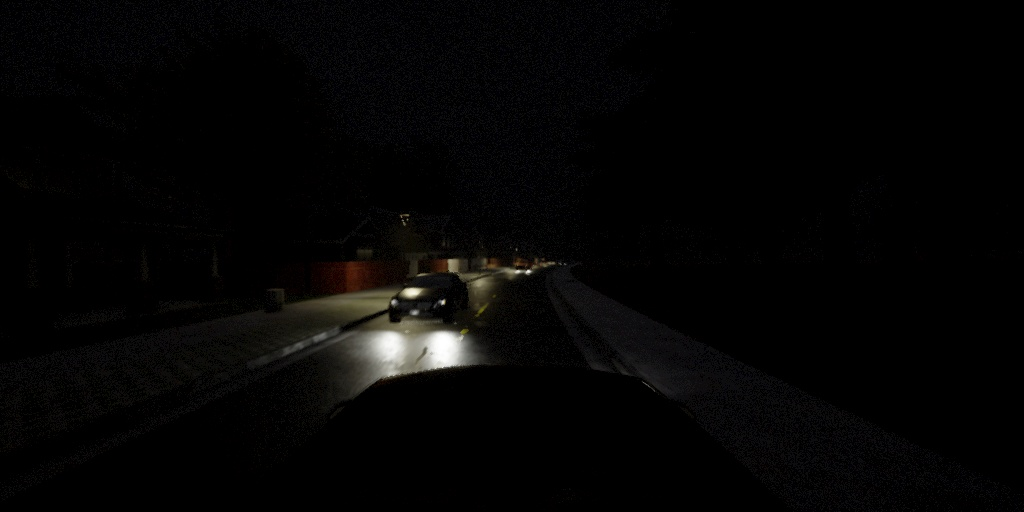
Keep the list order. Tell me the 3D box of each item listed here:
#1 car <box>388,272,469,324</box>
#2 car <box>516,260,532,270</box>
[{"bbox_3d":[-2.600,1.295,12.234,1.812,1.442,4.674,0,0,2],"label":"car"},{"bbox_3d":[1.812,1.339,53.930,1.882,1.535,5.008,0,0,10],"label":"car"}]
